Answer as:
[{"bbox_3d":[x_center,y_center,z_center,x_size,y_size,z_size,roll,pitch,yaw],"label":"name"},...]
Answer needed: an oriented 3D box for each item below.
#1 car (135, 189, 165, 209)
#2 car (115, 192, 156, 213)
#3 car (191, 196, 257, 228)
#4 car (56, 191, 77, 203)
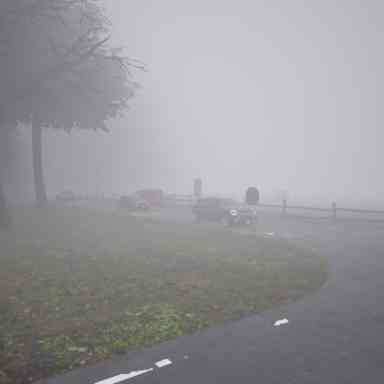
[{"bbox_3d":[-4.921,0.697,35.048,2.150,2.045,5.566,-1,1,-36],"label":"car"},{"bbox_3d":[-5.671,1.056,31.234,1.837,1.490,4.892,-1,2,-36],"label":"car"},{"bbox_3d":[1.906,1.113,20.718,2.097,1.767,4.553,-1,2,-36],"label":"car"},{"bbox_3d":[-18.603,0.599,49.282,2.097,1.767,4.553,-1,2,-36],"label":"car"}]
